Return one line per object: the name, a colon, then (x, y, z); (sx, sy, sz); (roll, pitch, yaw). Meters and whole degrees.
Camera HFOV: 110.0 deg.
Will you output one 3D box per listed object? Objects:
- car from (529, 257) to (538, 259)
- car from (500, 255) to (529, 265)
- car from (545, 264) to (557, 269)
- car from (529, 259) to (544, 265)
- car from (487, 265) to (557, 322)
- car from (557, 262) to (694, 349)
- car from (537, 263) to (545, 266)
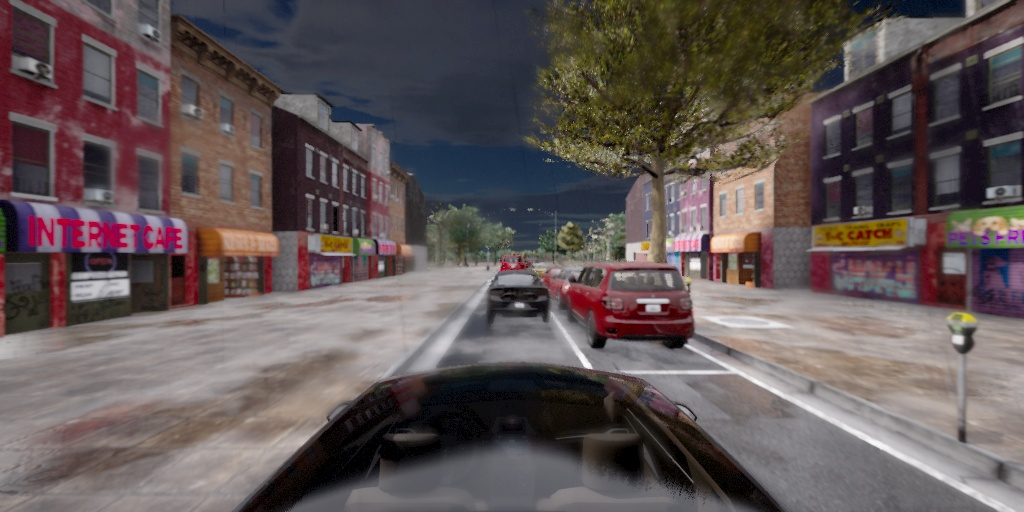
car: (2.636, 1.036, 47.901); (2.192, 1.841, 5.009); (0, 0, 0)
car: (0.098, 0.940, 31.354); (2.150, 2.045, 5.566); (0, 0, 0)
car: (2.637, 1.173, 14.630); (1.967, 1.591, 4.097); (0, 0, 0)
car: (2.636, 1.243, 31.435); (1.751, 1.417, 4.829); (0, 0, 0)
car: (0.150, 1.214, 12.291); (1.882, 1.535, 5.008); (0, 0, -2)
car: (2.637, 1.055, 9.084); (2.192, 1.841, 5.009); (0, 0, 0)
car: (2.637, 1.272, 20.175); (1.888, 1.381, 4.507); (0, 0, 0)
